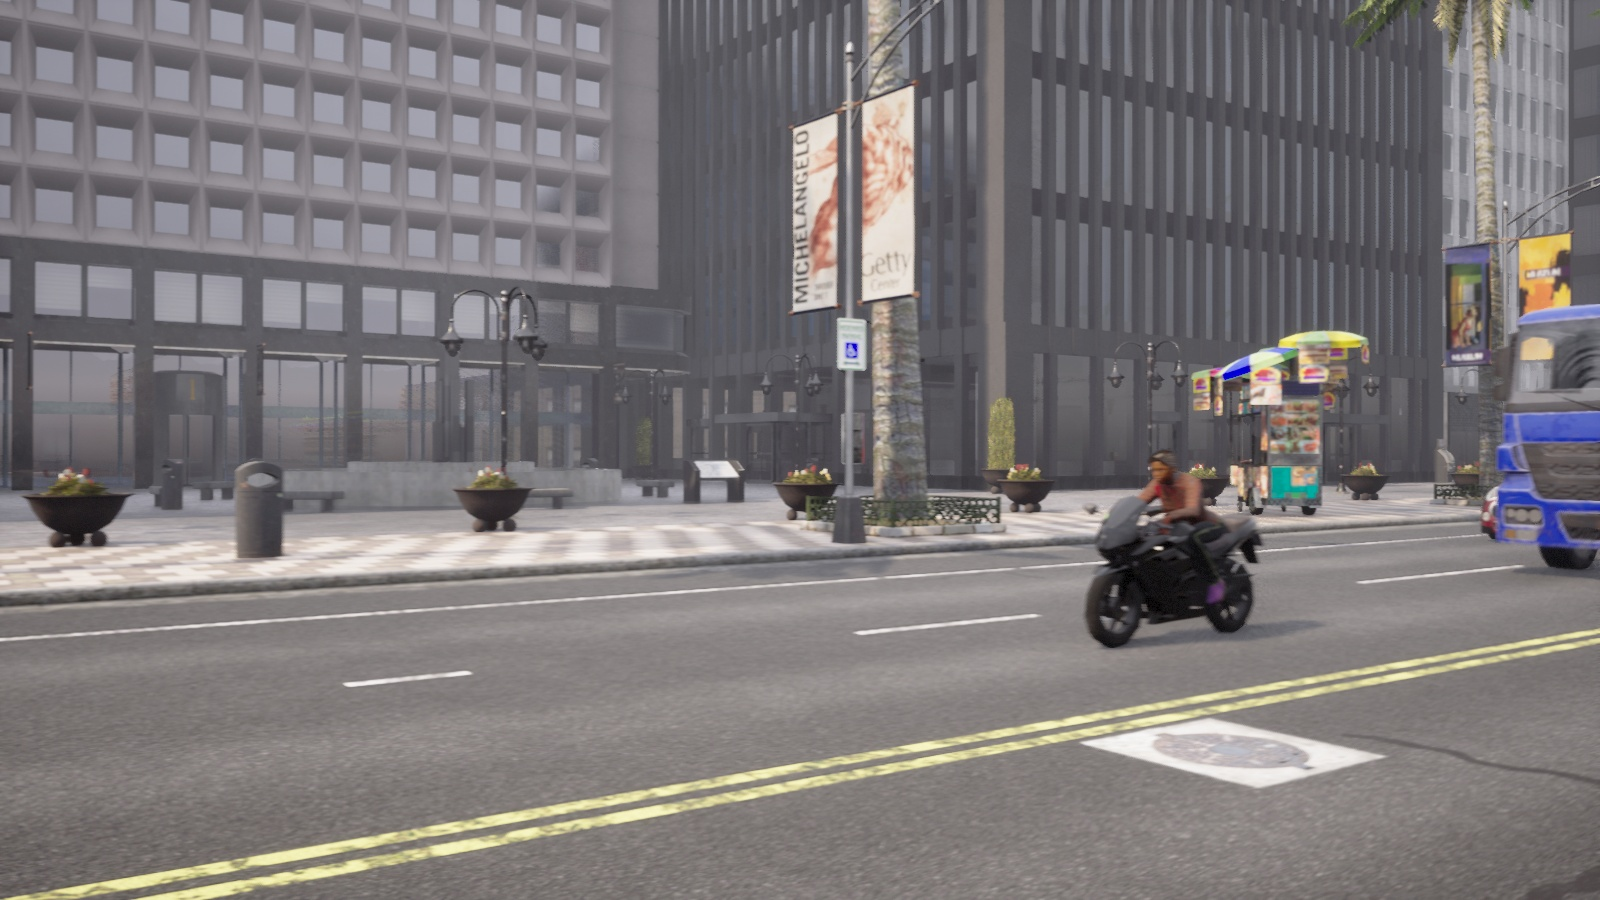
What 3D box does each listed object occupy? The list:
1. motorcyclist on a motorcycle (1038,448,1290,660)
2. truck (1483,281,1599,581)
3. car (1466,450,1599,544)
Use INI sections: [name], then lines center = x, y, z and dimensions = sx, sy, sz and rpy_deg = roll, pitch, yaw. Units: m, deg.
[motorcyclist on a motorcycle]
center = 2.902, 0.745, 9.927
dimensions = 2.044, 1.523, 0.797
rpy_deg = 0, 0, -35
[truck]
center = 12.538, -0.223, 16.692
dimensions = 7.936, 3.462, 2.891
rpy_deg = 0, 0, -35
[car]
center = 13.432, 0.735, 21.623
dimensions = 3.806, 1.475, 1.970
rpy_deg = 0, 0, -35
